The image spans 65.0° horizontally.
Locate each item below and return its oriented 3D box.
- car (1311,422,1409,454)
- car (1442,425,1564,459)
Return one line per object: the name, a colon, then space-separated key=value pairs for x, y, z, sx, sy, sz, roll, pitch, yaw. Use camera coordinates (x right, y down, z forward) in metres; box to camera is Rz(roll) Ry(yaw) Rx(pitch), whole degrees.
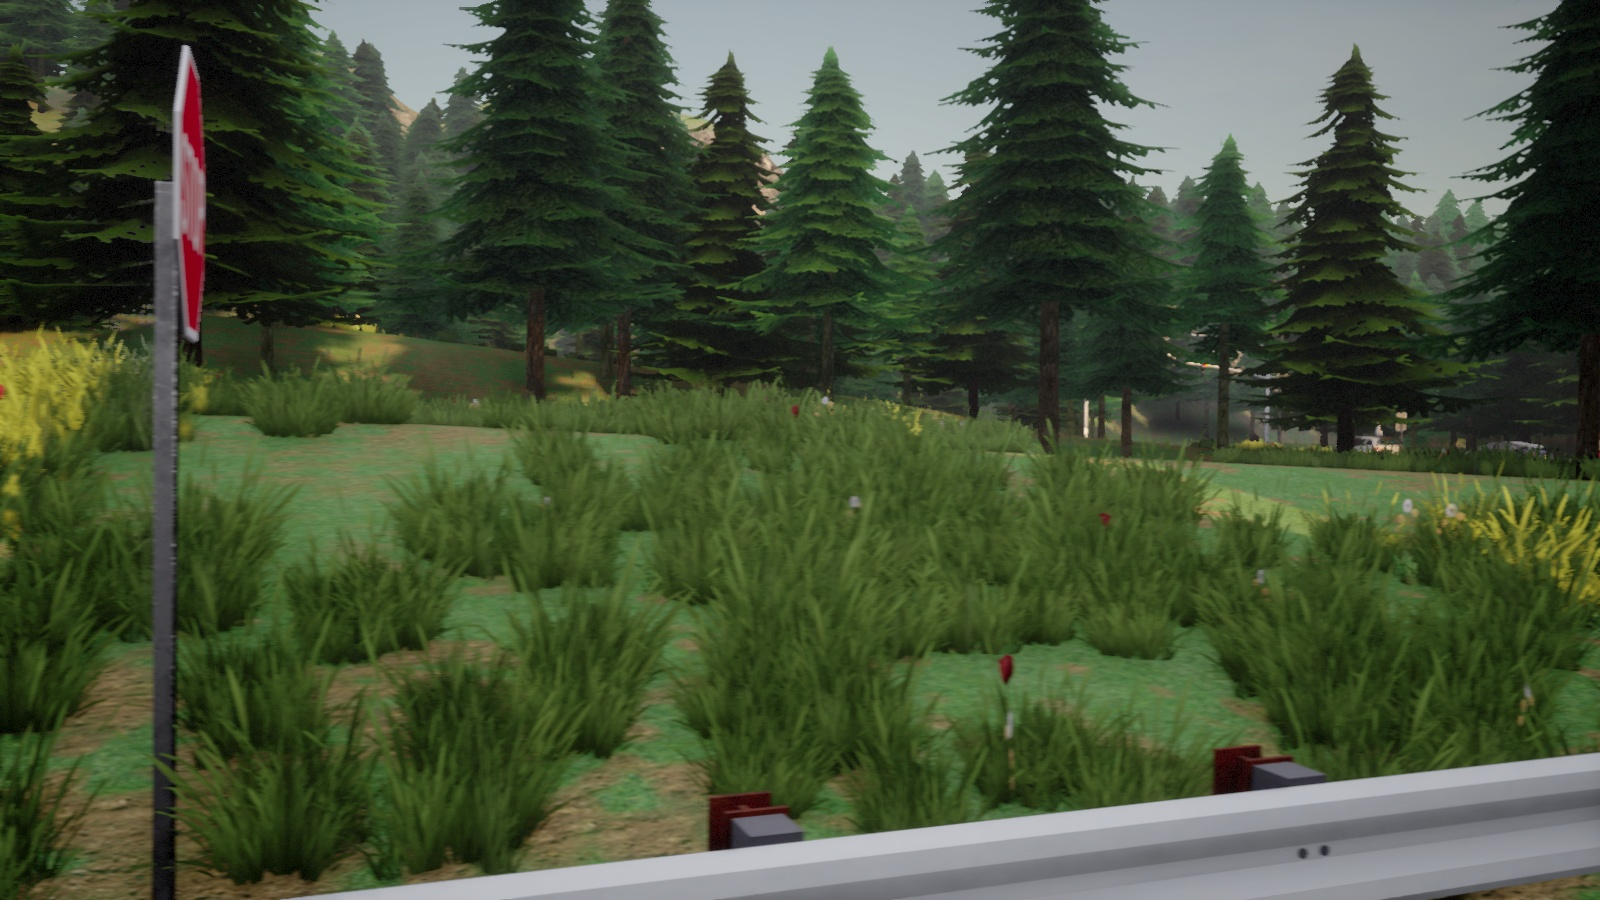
car: x=30.142 y=-0.651 z=67.750 sx=2.242 sy=1.667 sz=4.611 roll=-1 pitch=1 yaw=-20
car: x=33.139 y=-0.392 z=59.366 sx=2.163 sy=1.488 sz=4.792 roll=-1 pitch=1 yaw=-20
